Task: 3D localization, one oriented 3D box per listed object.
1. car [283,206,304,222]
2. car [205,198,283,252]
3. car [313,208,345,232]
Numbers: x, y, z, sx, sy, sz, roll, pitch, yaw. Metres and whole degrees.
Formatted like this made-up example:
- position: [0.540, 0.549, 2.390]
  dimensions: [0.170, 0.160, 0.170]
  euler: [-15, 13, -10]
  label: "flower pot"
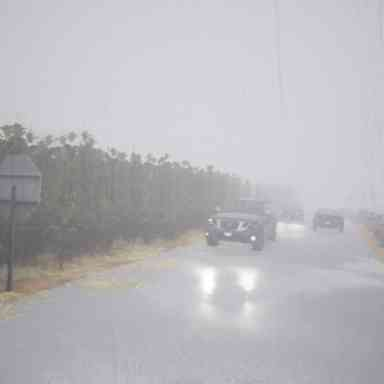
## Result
- position: [9.230, 1.955, 30.703]
  dimensions: [1.895, 1.301, 4.718]
  euler: [3, 0, 23]
  label: "car"
- position: [2.450, 1.299, 14.993]
  dimensions: [2.150, 2.045, 5.566]
  euler: [3, 0, 23]
  label: "car"
- position: [9.652, 1.854, 23.520]
  dimensions: [1.882, 1.535, 5.008]
  euler: [3, 0, 23]
  label: "car"
